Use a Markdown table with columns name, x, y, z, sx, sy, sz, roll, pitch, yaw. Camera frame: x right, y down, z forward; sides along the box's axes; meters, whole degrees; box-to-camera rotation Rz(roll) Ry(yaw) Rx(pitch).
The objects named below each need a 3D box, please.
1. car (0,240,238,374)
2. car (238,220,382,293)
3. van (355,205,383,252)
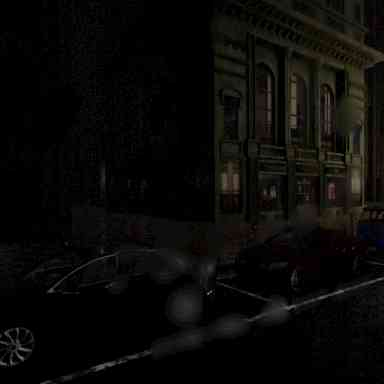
| name | x | y | z | sx | sy | sz | roll | pitch | yaw |
| --- | --- | --- | --- | --- | --- | --- | --- | --- | --- |
| car | -1.590 | 1.551 | 5.522 | 4.403 | 1.369 | 2.008 | 0 | 0 | -36 |
| car | 2.995 | 1.582 | 8.803 | 4.206 | 1.307 | 1.802 | 0 | 0 | -36 |
| van | 7.578 | 1.342 | 12.084 | 3.998 | 1.788 | 1.690 | 0 | 0 | -36 |
